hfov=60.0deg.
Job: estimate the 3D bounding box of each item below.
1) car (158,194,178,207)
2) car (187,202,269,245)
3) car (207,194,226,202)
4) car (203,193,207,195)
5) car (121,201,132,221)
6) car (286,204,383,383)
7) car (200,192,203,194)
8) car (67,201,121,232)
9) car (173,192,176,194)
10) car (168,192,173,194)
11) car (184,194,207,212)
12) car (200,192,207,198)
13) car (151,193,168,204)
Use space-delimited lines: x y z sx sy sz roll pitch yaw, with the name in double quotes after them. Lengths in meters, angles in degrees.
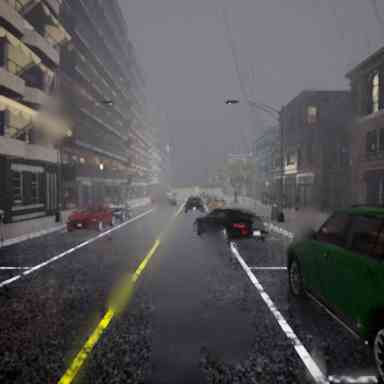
-2.884 1.251 42.634 1.895 1.301 4.718 0 0 0 "car"
1.625 1.401 14.918 1.812 1.442 4.674 -1 1 -22 "car"
2.856 1.230 35.992 1.752 1.417 4.829 -1 0 0 "car"
2.911 1.159 47.176 1.887 1.381 4.507 -1 0 0 "car"
-5.580 1.347 24.538 2.008 1.369 4.403 -1 0 0 "car"
3.130 1.186 4.986 2.150 2.045 5.566 0 0 0 "car"
0.329 1.147 49.053 2.033 1.411 5.357 0 0 0 "car"
-5.608 1.388 18.860 1.887 1.381 4.507 -1 0 0 "car"
-5.329 0.938 75.632 2.008 1.369 4.403 -1 0 0 "car"
-5.385 1.043 64.278 1.947 1.339 4.313 -1 0 0 "car"
0.251 1.230 33.618 1.837 1.490 4.892 0 1 0 "car"
3.135 0.819 92.594 1.947 1.339 4.313 -1 0 0 "car"
-5.441 1.112 52.924 1.887 1.381 4.507 -1 0 0 "car"
